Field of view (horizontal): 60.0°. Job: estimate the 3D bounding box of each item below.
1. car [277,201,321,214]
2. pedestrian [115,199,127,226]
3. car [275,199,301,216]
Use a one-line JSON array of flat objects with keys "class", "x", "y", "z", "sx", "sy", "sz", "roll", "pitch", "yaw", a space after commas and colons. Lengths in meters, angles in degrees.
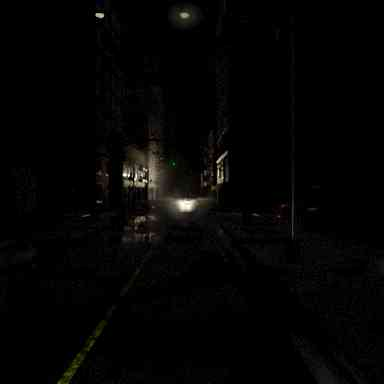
[{"class": "car", "x": 11.507, "y": 1.665, "z": 36.042, "sx": 4.206, "sy": 1.307, "sz": 1.802, "roll": 1, "pitch": 0, "yaw": 0}, {"class": "pedestrian", "x": -4.619, "y": 1.280, "z": 21.777, "sx": 0.375, "sy": 1.860, "sz": 0.375, "roll": 0, "pitch": 0, "yaw": 0}, {"class": "car", "x": 10.751, "y": 1.445, "z": 33.467, "sx": 4.553, "sy": 1.767, "sz": 2.097, "roll": 1, "pitch": 0, "yaw": 0}]
